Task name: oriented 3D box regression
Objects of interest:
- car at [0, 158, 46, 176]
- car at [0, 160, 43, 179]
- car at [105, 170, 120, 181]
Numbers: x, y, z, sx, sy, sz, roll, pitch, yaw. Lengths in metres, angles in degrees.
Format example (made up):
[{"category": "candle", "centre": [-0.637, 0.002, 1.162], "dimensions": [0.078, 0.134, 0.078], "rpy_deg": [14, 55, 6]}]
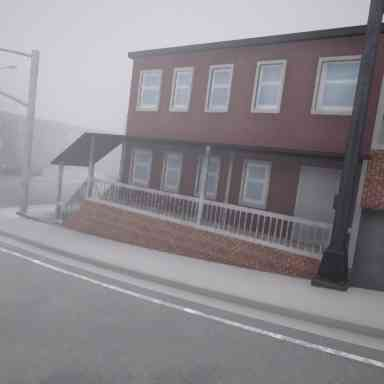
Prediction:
[{"category": "car", "centre": [-18.920, -2.732, 36.355], "dimensions": [2.128, 1.511, 4.902], "rpy_deg": [11, 6, 35]}, {"category": "car", "centre": [-17.447, -2.146, 32.499], "dimensions": [2.033, 1.411, 5.357], "rpy_deg": [11, 6, 37]}, {"category": "car", "centre": [-9.202, -2.179, 43.923], "dimensions": [1.837, 1.490, 4.892], "rpy_deg": [11, 6, 35]}]
